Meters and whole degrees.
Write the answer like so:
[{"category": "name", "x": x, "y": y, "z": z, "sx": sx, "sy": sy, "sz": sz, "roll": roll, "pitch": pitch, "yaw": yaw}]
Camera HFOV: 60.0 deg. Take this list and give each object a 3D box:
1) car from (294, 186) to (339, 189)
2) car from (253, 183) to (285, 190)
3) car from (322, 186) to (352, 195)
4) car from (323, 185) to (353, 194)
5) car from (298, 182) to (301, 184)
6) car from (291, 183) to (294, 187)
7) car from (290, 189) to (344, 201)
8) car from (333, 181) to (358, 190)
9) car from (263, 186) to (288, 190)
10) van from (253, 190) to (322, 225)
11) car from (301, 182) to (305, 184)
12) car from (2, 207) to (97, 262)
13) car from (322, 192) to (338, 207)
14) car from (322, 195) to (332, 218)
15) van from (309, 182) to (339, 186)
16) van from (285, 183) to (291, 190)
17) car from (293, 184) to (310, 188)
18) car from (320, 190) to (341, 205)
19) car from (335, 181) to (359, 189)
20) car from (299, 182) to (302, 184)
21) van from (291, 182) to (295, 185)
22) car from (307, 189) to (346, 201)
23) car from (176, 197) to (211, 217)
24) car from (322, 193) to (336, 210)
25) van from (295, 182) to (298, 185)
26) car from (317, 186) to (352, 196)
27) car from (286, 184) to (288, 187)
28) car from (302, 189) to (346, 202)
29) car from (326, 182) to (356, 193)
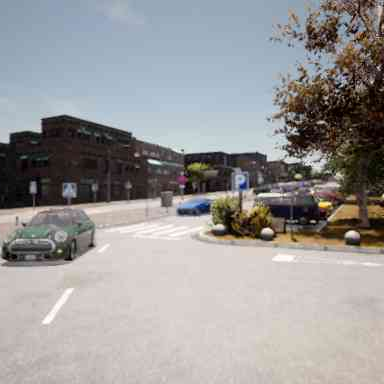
[{"category": "car", "x": 14.066, "y": 0.545, "z": 37.109, "sx": 4.553, "sy": 1.767, "sz": 2.185, "roll": -1, "pitch": 2, "yaw": 28}, {"category": "car", "x": 15.042, "y": -0.517, "z": 67.000, "sx": 5.566, "sy": 2.045, "sz": 2.435, "roll": -1, "pitch": 2, "yaw": 28}, {"category": "car", "x": 25.761, "y": -0.265, "z": 59.169, "sx": 4.792, "sy": 1.488, "sz": 2.163, "roll": -1, "pitch": 2, "yaw": 28}, {"category": "car", "x": 27.040, "y": -0.400, "z": 61.628, "sx": 4.892, "sy": 1.521, "sz": 2.231, "roll": -1, "pitch": 2, "yaw": 28}, {"category": "car", "x": 24.287, "y": -1.004, "z": 84.307, "sx": 4.792, "sy": 1.488, "sz": 2.163, "roll": -1, "pitch": 2, "yaw": 28}, {"category": "car", "x": 20.318, "y": -0.698, "z": 76.896, "sx": 5.008, "sy": 1.535, "sz": 2.097, "roll": -1, "pitch": 2, "yaw": 28}, {"category": "car", "x": 12.747, "y": 0.779, "z": 34.675, "sx": 5.008, "sy": 1.535, "sz": 2.097, "roll": -1, "pitch": 2, "yaw": 28}, {"category": "car", "x": 38.698, "y": -1.655, "z": 83.694, "sx": 5.566, "sy": 2.045, "sz": 2.435, "roll": -1, "pitch": 2, "yaw": 28}, {"category": "car", "x": 13.604, "y": 0.230, "z": 54.133, "sx": 2.033, "sy": 1.411, "sz": 5.357, "roll": 0, "pitch": 2, "yaw": 28}, {"category": "van", "x": 6.138, "y": 1.098, "z": 22.477, "sx": 4.442, "sy": 1.987, "sz": 1.878, "roll": -1, "pitch": 2, "yaw": 28}, {"category": "car", "x": 26.892, "y": -1.275, "z": 89.269, "sx": 4.892, "sy": 1.521, "sz": 2.231, "roll": -1, "pitch": 2, "yaw": 28}, {"category": "car", "x": -5.071, "y": 1.443, "z": 12.447, "sx": 2.097, "sy": 1.767, "sz": 4.553, "roll": 0, "pitch": -1, "yaw": -3}, {"category": "car", "x": 10.170, "y": 1.025, "z": 29.766, "sx": 4.792, "sy": 1.488, "sz": 2.163, "roll": -1, "pitch": 2, "yaw": 28}, {"category": "car", "x": 7.572, "y": 1.243, "z": 24.864, "sx": 4.792, "sy": 1.488, "sz": 2.163, "roll": -1, "pitch": 2, "yaw": 28}, {"category": "van", "x": 19.336, "y": 0.014, "z": 46.869, "sx": 4.442, "sy": 1.987, "sz": 1.878, "roll": -1, "pitch": 2, "yaw": 28}, {"category": "van", "x": 19.108, "y": -0.817, "z": 74.357, "sx": 4.442, "sy": 1.987, "sz": 1.878, "roll": 0, "pitch": 2, "yaw": 28}, {"category": "car", "x": 19.675, "y": -0.107, "z": 58.392, "sx": 2.128, "sy": 1.511, "sz": 4.902, "roll": -1, "pitch": 2, "yaw": 28}, {"category": "car", "x": 11.437, "y": 0.888, "z": 32.230, "sx": 4.892, "sy": 1.521, "sz": 2.231, "roll": -1, "pitch": 2, "yaw": 28}, {"category": "car", "x": 40.048, "y": -1.780, "z": 86.118, "sx": 5.566, "sy": 2.045, "sz": 2.435, "roll": -1, "pitch": 2, "yaw": 28}, {"category": "car", "x": 25.573, "y": -1.113, "z": 86.801, "sx": 4.674, "sy": 1.452, "sz": 2.002, "roll": -1, "pitch": 2, "yaw": 28}, {"category": "van", "x": 21.528, "y": -1.032, "z": 79.420, "sx": 4.442, "sy": 1.987, "sz": 1.878, "roll": 0, "pitch": 2, "yaw": 28}, {"category": "car", "x": 17.938, "y": 0.388, "z": 44.483, "sx": 4.674, "sy": 1.452, "sz": 2.002, "roll": 0, "pitch": 2, "yaw": 28}, {"category": "car", "x": 0.425, "y": 1.249, "z": 29.449, "sx": 1.882, "sy": 1.535, "sz": 5.008, "roll": -1, "pitch": 2, "yaw": 28}, {"category": "car", "x": 8.681, "y": 1.103, "z": 27.416, "sx": 5.366, "sy": 1.575, "sz": 1.946, "roll": -1, "pitch": 2, "yaw": 28}, {"category": "van", "x": 23.045, "y": -1.147, "z": 81.783, "sx": 4.442, "sy": 1.987, "sz": 1.878, "roll": -1, "pitch": 2, "yaw": 28}, {"category": "car", "x": 24.272, "y": -0.189, "z": 56.818, "sx": 5.366, "sy": 1.575, "sz": 1.946, "roll": -1, "pitch": 2, "yaw": 28}, {"category": "car", "x": 17.701, "y": -0.442, "z": 71.944, "sx": 4.674, "sy": 1.452, "sz": 2.002, "roll": 0, "pitch": 2, "yaw": 28}, {"category": "car", "x": 16.635, "y": 0.455, "z": 42.031, "sx": 5.008, "sy": 1.535, "sz": 2.097, "roll": -1, "pitch": 2, "yaw": 28}, {"category": "car", "x": 30.901, "y": -0.973, "z": 68.989, "sx": 5.566, "sy": 2.045, "sz": 2.435, "roll": -1, "pitch": 2, "yaw": 28}]
